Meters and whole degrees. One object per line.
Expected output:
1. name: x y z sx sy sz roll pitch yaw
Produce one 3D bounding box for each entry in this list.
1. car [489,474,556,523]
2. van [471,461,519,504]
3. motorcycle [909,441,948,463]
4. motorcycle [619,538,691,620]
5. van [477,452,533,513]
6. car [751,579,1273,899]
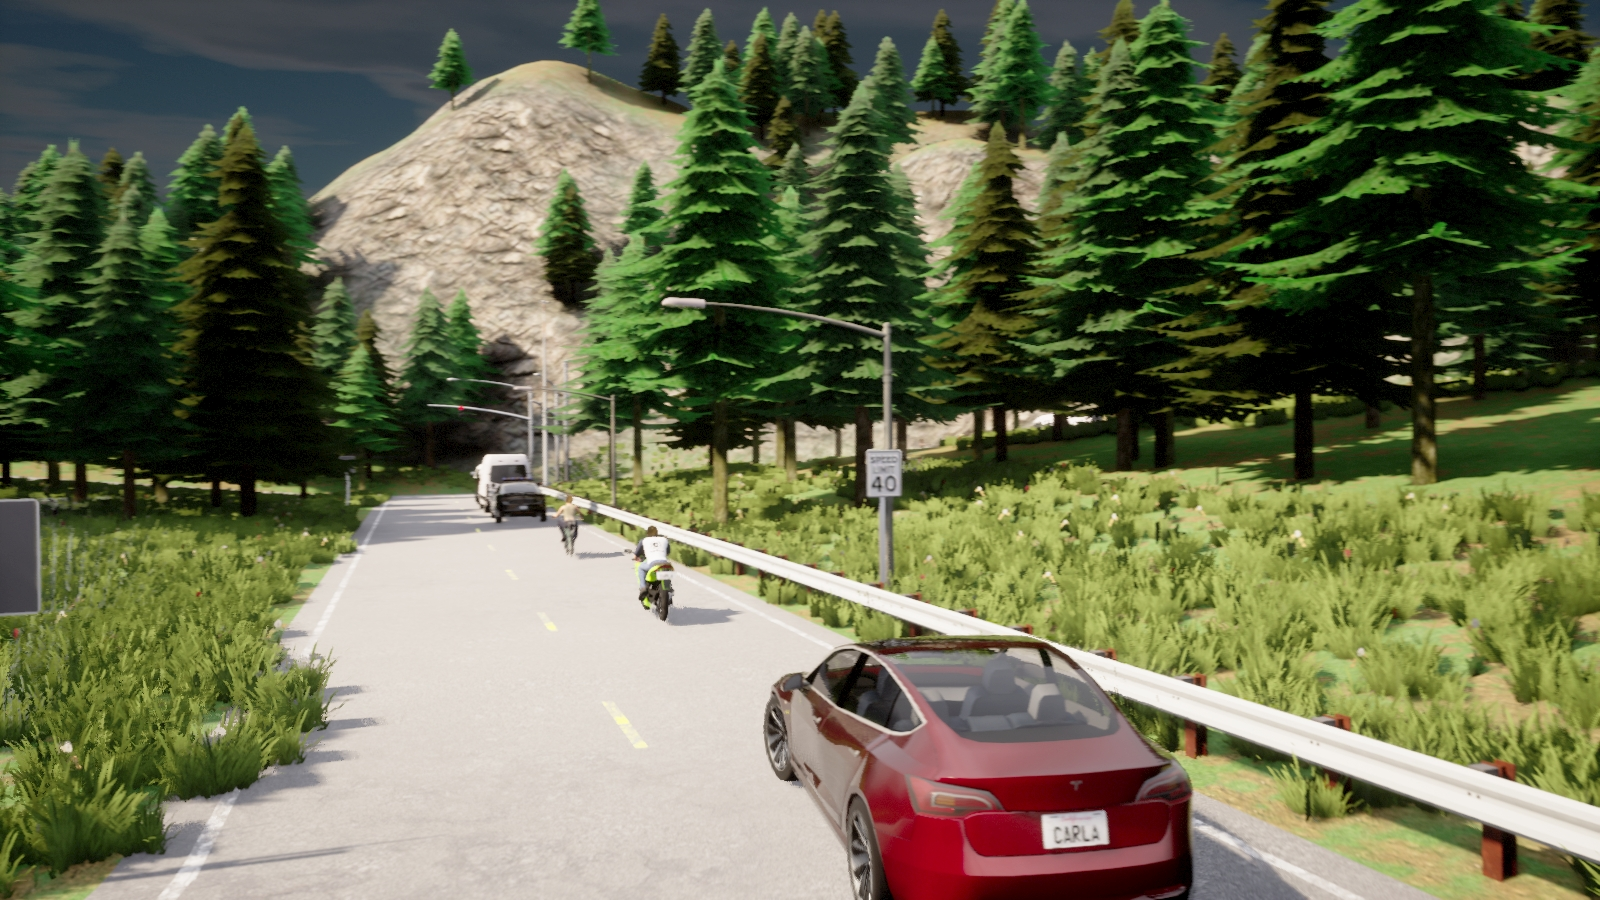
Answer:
1. car: -10.983 1.842 44.924 2.097 1.638 5.238 -1 0 -19
2. van: -15.707 1.619 58.647 2.069 2.038 4.480 -1 0 -19
3. motorcycle: 8.653 0.119 76.900 2.356 1.277 0.764 -5 0 21
4. motorcycle: -2.462 2.119 19.143 0.803 1.145 2.033 -1 0 -19
5. van: -13.462 1.383 51.916 1.988 2.561 5.915 -1 0 -19
6. car: 1.063 1.986 8.376 2.163 1.488 4.792 -1 0 -11
